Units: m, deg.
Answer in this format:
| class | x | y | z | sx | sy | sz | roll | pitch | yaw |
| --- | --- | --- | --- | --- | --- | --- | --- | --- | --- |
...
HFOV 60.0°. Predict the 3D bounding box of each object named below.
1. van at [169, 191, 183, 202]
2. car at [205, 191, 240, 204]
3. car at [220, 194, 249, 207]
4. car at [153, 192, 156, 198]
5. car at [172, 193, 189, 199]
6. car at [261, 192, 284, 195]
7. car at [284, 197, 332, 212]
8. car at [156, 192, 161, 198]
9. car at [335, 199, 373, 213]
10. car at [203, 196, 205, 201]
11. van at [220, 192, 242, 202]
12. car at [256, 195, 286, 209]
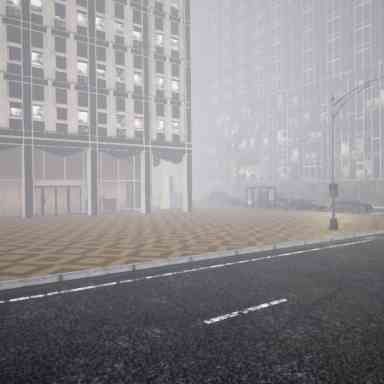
| class | x | y | z | sx | sy | sz | roll | pitch | yaw |
| --- | --- | --- | --- | --- | --- | --- | --- | --- | --- |
| van | -3.166 | 0.936 | 60.080 | 1.690 | 1.788 | 3.998 | 0 | 1 | -34 |
| car | 4.934 | 0.873 | 52.797 | 2.150 | 2.045 | 5.566 | -1 | 1 | -34 |
| car | 6.393 | 1.319 | 45.966 | 1.947 | 1.339 | 4.313 | 0 | 1 | -34 |
| car | -9.049 | 0.685 | 83.584 | 1.967 | 1.590 | 4.097 | 0 | 1 | -34 |
| car | -2.645 | 0.935 | 74.194 | 1.802 | 1.307 | 4.206 | 0 | 1 | -34 |
| car | 10.962 | 0.971 | 43.937 | 2.150 | 2.045 | 5.566 | -1 | 1 | -34 |
| car | 12.734 | 1.423 | 36.529 | 1.947 | 1.339 | 4.313 | 0 | 1 | -34 |
| car | -5.847 | 0.614 | 78.887 | 2.192 | 1.841 | 5.009 | 0 | 1 | -34 |
| car | 16.821 | 1.407 | 35.348 | 1.994 | 1.385 | 4.181 | -1 | 1 | -34 |
| car | 3.758 | 1.042 | 64.802 | 1.802 | 1.307 | 4.206 | 0 | 1 | -34 |
| van | 6.959 | 0.854 | 60.103 | 1.690 | 1.788 | 3.998 | 0 | 1 | -34 |
| car | 9.546 | 1.387 | 41.238 | 1.802 | 1.307 | 4.206 | 0 | 1 | -34 |
